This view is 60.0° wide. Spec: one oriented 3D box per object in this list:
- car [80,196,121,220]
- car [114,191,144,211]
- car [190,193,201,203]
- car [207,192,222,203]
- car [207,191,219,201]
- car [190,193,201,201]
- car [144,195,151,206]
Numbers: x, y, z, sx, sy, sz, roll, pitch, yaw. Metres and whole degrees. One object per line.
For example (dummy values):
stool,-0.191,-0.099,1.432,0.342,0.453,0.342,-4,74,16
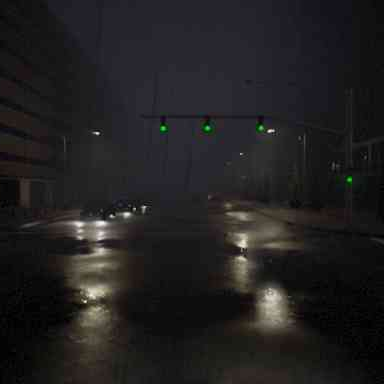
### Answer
car,-7.165,1.295,25.899,1.812,1.442,4.674,0,0,0
car,-7.053,0.909,35.806,2.150,2.045,5.566,0,0,1
car,0.545,1.066,55.354,2.033,1.411,5.357,0,0,1
car,4.062,0.999,56.277,2.128,1.511,4.902,0,0,1
car,4.165,0.778,66.139,2.097,1.767,4.553,0,0,1
car,0.677,0.974,66.489,2.033,1.411,5.357,0,0,1
car,-6.838,1.148,46.270,2.033,1.411,5.357,0,0,1
